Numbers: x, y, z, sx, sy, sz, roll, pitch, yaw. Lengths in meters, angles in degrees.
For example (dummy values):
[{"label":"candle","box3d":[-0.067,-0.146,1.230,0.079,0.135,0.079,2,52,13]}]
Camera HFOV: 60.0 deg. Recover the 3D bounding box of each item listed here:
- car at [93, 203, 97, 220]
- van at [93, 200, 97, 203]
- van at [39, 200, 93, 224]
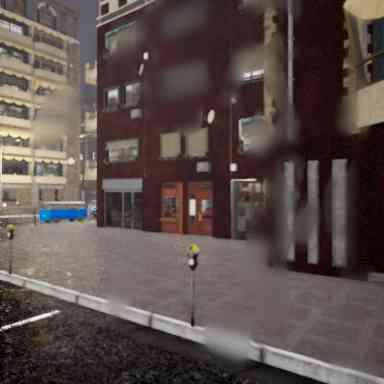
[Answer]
[{"label":"car","box3d":[-7.681,2.039,32.641,1.947,1.339,4.313,-1,-2,35]},{"label":"van","box3d":[-11.313,1.909,41.952,1.690,1.788,3.998,-1,-2,35]},{"label":"van","box3d":[-10.750,1.708,28.030,1.690,1.788,3.998,-1,-2,35]}]
